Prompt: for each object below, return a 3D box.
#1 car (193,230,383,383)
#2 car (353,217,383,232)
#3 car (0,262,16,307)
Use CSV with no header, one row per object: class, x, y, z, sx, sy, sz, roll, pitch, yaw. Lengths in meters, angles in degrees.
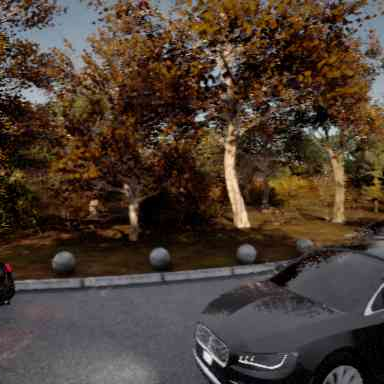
car,2.392,1.473,4.481,4.892,1.490,1.837,-1,0,-23
car,6.022,1.451,9.428,4.892,1.490,1.837,-1,0,-32
car,-5.478,1.640,5.831,4.181,1.385,1.994,-1,0,0
